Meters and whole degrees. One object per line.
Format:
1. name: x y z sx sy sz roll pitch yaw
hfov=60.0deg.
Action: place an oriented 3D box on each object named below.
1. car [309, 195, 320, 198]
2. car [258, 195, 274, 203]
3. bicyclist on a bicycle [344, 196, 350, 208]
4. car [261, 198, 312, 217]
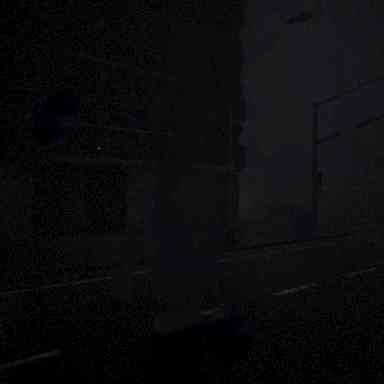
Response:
1. car: 29.095 1.501 78.019 4.553 1.767 2.097 0 0 -30
2. car: 15.837 1.452 68.683 4.553 1.767 2.097 0 0 -35
3. bicyclist on a bicycle: 21.399 1.430 45.919 1.656 1.620 0.582 0 0 -35
4. car: 9.230 1.601 31.995 1.812 1.442 4.674 0 0 -35
